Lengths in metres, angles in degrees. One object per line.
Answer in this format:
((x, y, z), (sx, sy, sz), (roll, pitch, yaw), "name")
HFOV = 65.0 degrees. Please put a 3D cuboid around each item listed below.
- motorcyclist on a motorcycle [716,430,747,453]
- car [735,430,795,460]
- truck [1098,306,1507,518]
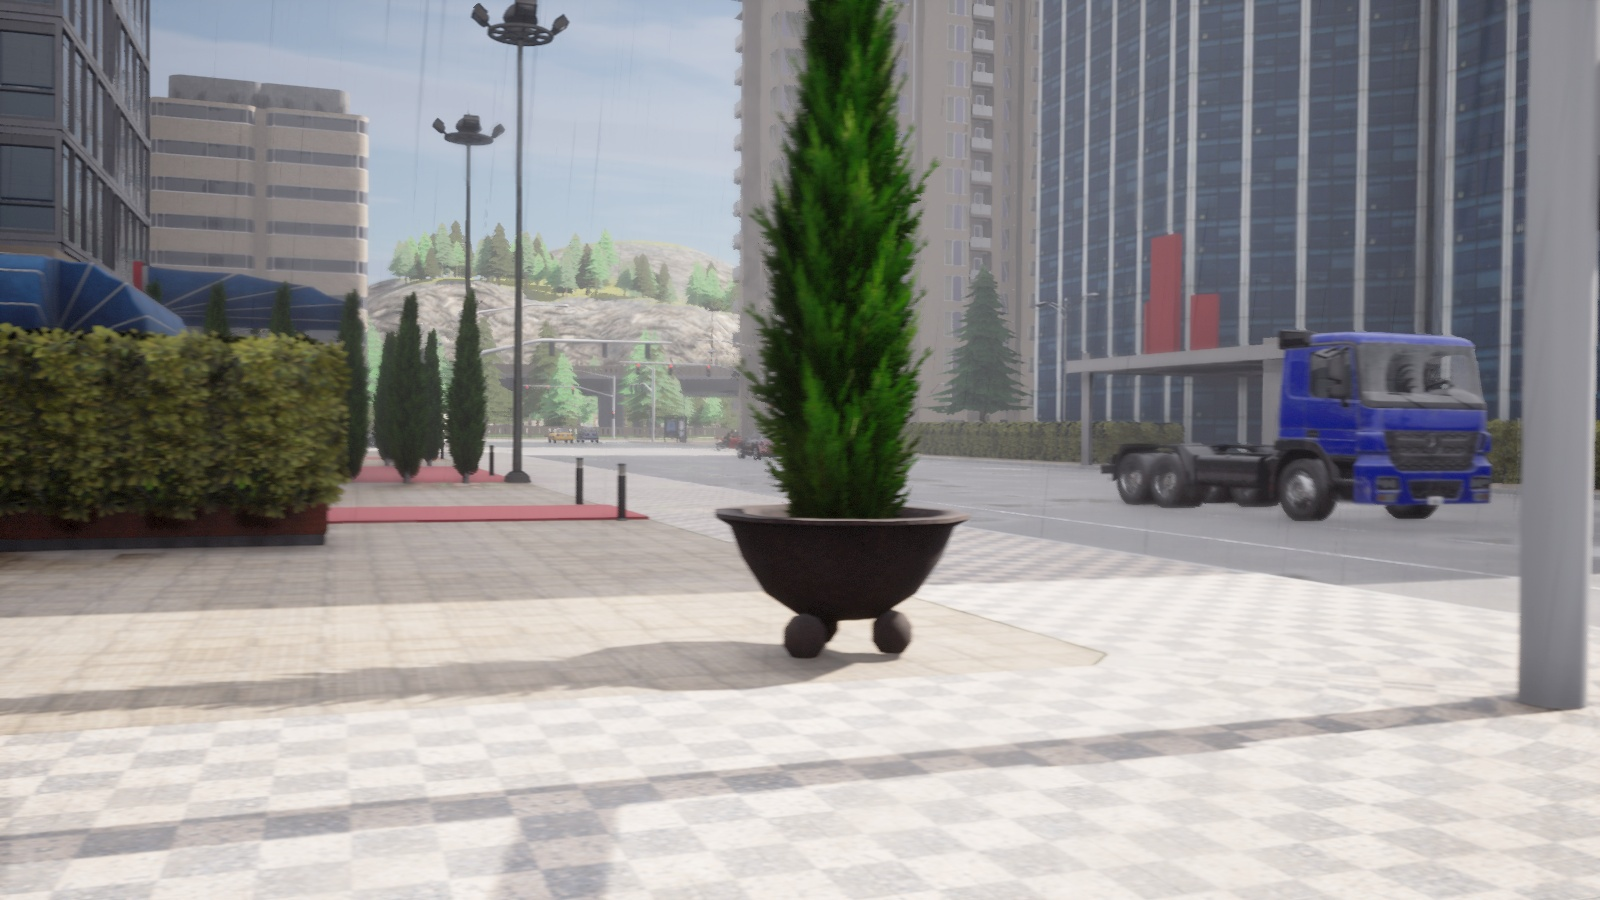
((-4.747, -0.575, 86.922), (2.044, 1.523, 0.797), (-1, 0, 8), "motorcyclist on a motorcycle")
((-1.825, -0.261, 64.491), (1.970, 1.475, 3.806), (-1, 1, -20), "car")
((9.411, -0.688, 24.813), (2.891, 3.462, 7.936), (-1, 1, -21), "truck")
